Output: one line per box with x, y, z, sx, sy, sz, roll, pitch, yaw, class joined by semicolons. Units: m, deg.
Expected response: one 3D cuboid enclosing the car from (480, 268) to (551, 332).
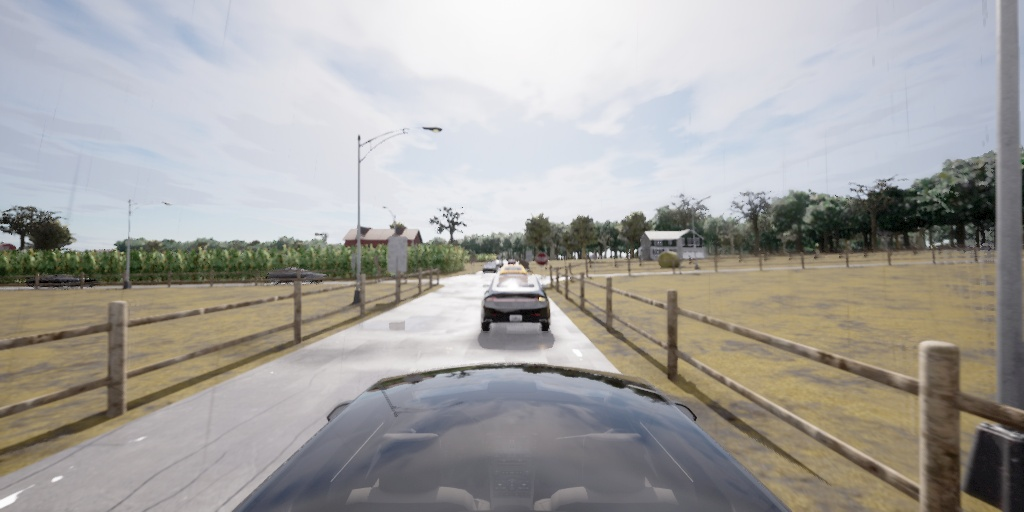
0.095;1.300;11.075;2.128;1.511;4.902;0;0;0;car

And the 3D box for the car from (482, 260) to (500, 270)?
-2.894;1.535;48.366;2.033;1.411;5.357;0;0;1;car

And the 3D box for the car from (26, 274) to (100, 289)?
-41.234;2.353;33.038;4.718;1.301;1.895;-1;-2;0;car

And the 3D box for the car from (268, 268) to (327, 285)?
-19.665;1.838;33.041;4.892;1.490;1.837;-1;-2;0;car

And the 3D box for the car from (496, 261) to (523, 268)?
0.088;1.365;25.508;1.882;1.535;5.008;0;0;0;car
